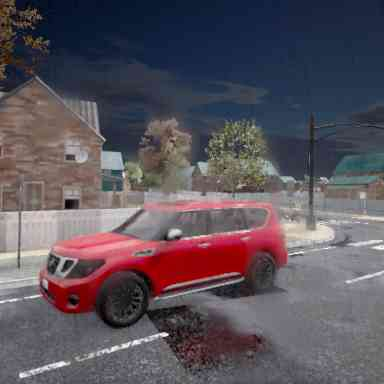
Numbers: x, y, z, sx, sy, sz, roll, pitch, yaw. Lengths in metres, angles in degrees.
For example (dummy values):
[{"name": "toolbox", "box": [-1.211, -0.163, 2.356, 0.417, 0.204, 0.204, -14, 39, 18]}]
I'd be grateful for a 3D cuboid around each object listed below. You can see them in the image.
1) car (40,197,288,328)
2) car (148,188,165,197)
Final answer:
[{"name": "car", "box": [-0.274, 1.230, 7.349, 5.566, 2.045, 2.150, 0, 0, -35]}, {"name": "car", "box": [-6.663, 0.333, 61.598, 2.150, 2.045, 5.566, 1, 1, -21]}]
